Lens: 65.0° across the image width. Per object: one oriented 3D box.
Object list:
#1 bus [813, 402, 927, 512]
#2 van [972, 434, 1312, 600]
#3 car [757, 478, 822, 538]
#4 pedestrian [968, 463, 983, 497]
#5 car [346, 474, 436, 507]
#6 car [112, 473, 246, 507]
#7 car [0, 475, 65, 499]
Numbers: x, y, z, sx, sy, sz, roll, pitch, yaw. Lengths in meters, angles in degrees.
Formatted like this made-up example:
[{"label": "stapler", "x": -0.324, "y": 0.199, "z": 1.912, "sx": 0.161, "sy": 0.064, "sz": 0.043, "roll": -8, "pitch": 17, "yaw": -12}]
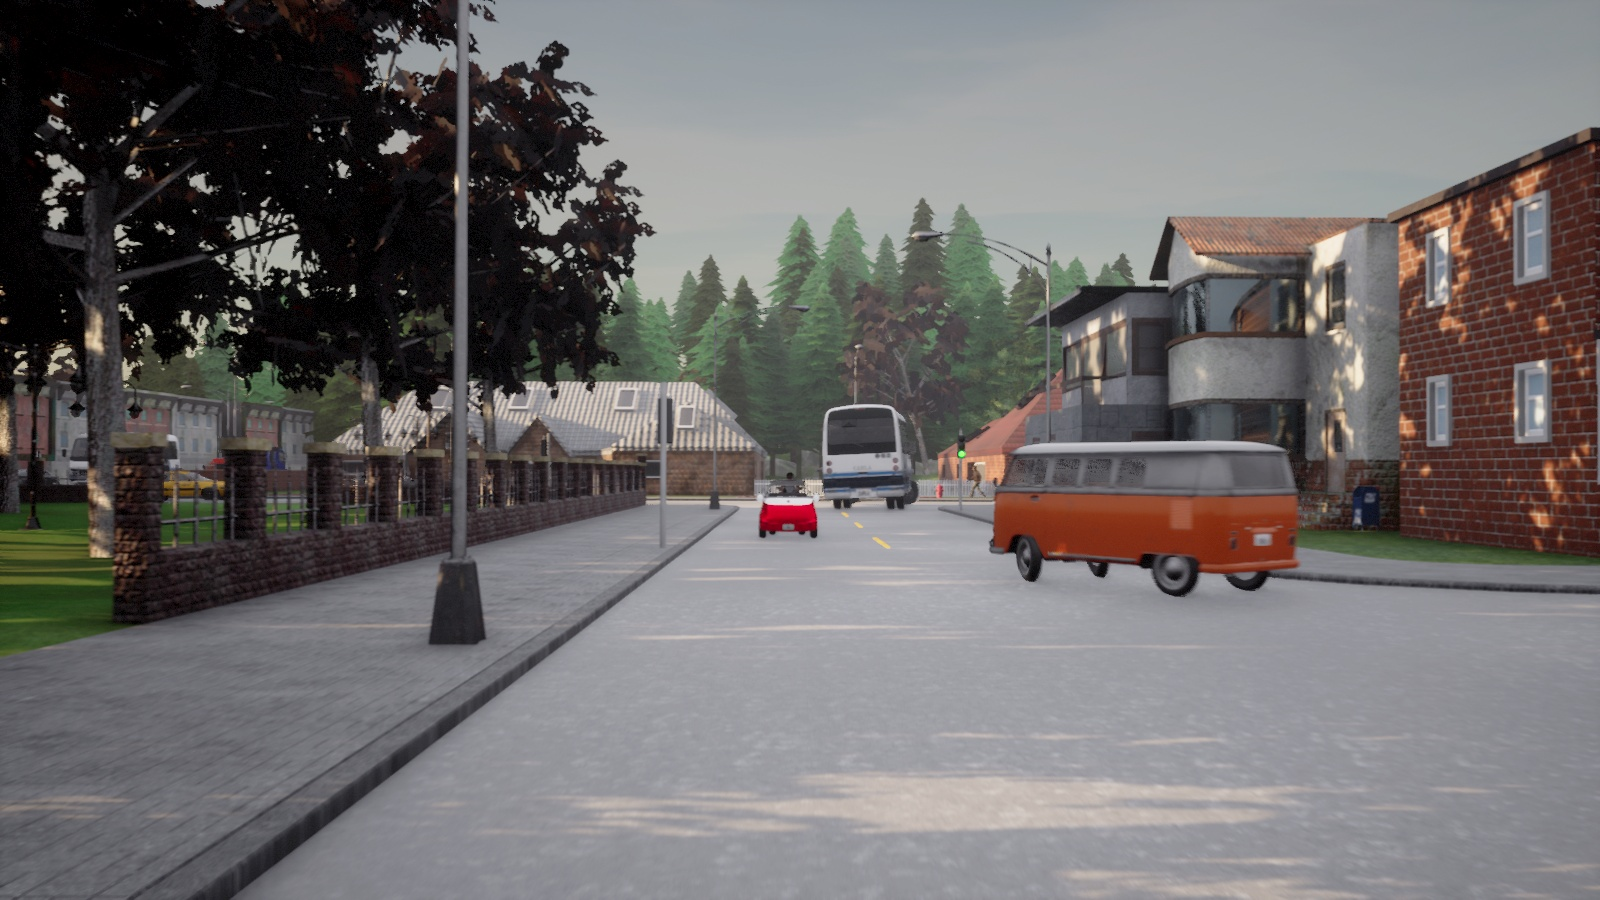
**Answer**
[{"label": "bus", "x": 3.335, "y": 0.357, "z": 55.657, "sx": 3.944, "sy": 4.253, "sz": 10.273, "roll": -3, "pitch": -1, "yaw": 8}, {"label": "van", "x": 4.561, "y": 0.840, "z": 17.421, "sx": 1.775, "sy": 1.987, "sz": 4.442, "roll": 0, "pitch": -1, "yaw": -34}, {"label": "car", "x": -0.269, "y": 1.375, "z": 30.109, "sx": 1.481, "sy": 1.376, "sz": 2.207, "roll": 0, "pitch": -1, "yaw": -1}, {"label": "pedestrian", "x": 9.543, "y": 1.629, "z": 68.267, "sx": 0.703, "sy": 1.840, "sz": 0.431, "roll": 0, "pitch": -1, "yaw": -2}, {"label": "car", "x": -19.211, "y": 1.894, "z": 59.123, "sx": 3.633, "sy": 1.501, "sz": 1.845, "roll": 0, "pitch": -1, "yaw": -2}, {"label": "car", "x": -29.120, "y": 1.857, "z": 59.032, "sx": 5.366, "sy": 1.575, "sz": 1.801, "roll": 0, "pitch": -1, "yaw": -2}, {"label": "car", "x": -49.914, "y": 2.378, "z": 81.283, "sx": 1.837, "sy": 1.490, "sz": 4.892, "roll": 0, "pitch": -1, "yaw": 0}]
